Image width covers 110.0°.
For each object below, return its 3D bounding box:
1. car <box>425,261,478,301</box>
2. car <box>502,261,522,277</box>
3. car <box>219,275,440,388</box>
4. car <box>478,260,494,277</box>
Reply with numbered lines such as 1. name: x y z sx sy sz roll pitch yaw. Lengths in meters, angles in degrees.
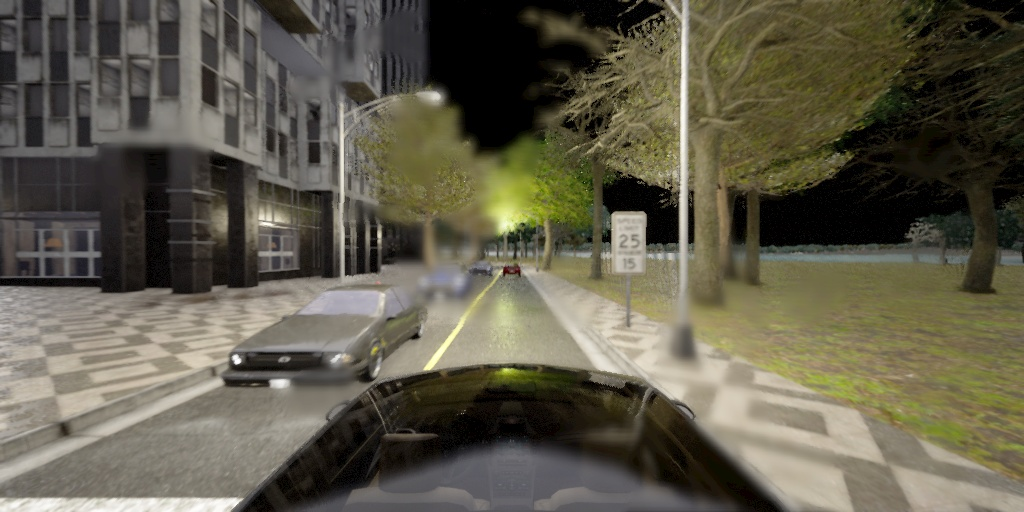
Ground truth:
1. car: -3.086 1.141 17.637 2.097 1.767 4.553 0 0 0
2. car: -0.010 1.348 37.945 1.882 1.535 5.008 0 0 0
3. car: -3.083 1.309 7.406 2.033 1.411 5.357 0 0 -1
4. car: -3.063 1.219 37.283 2.097 1.767 4.553 0 0 0
